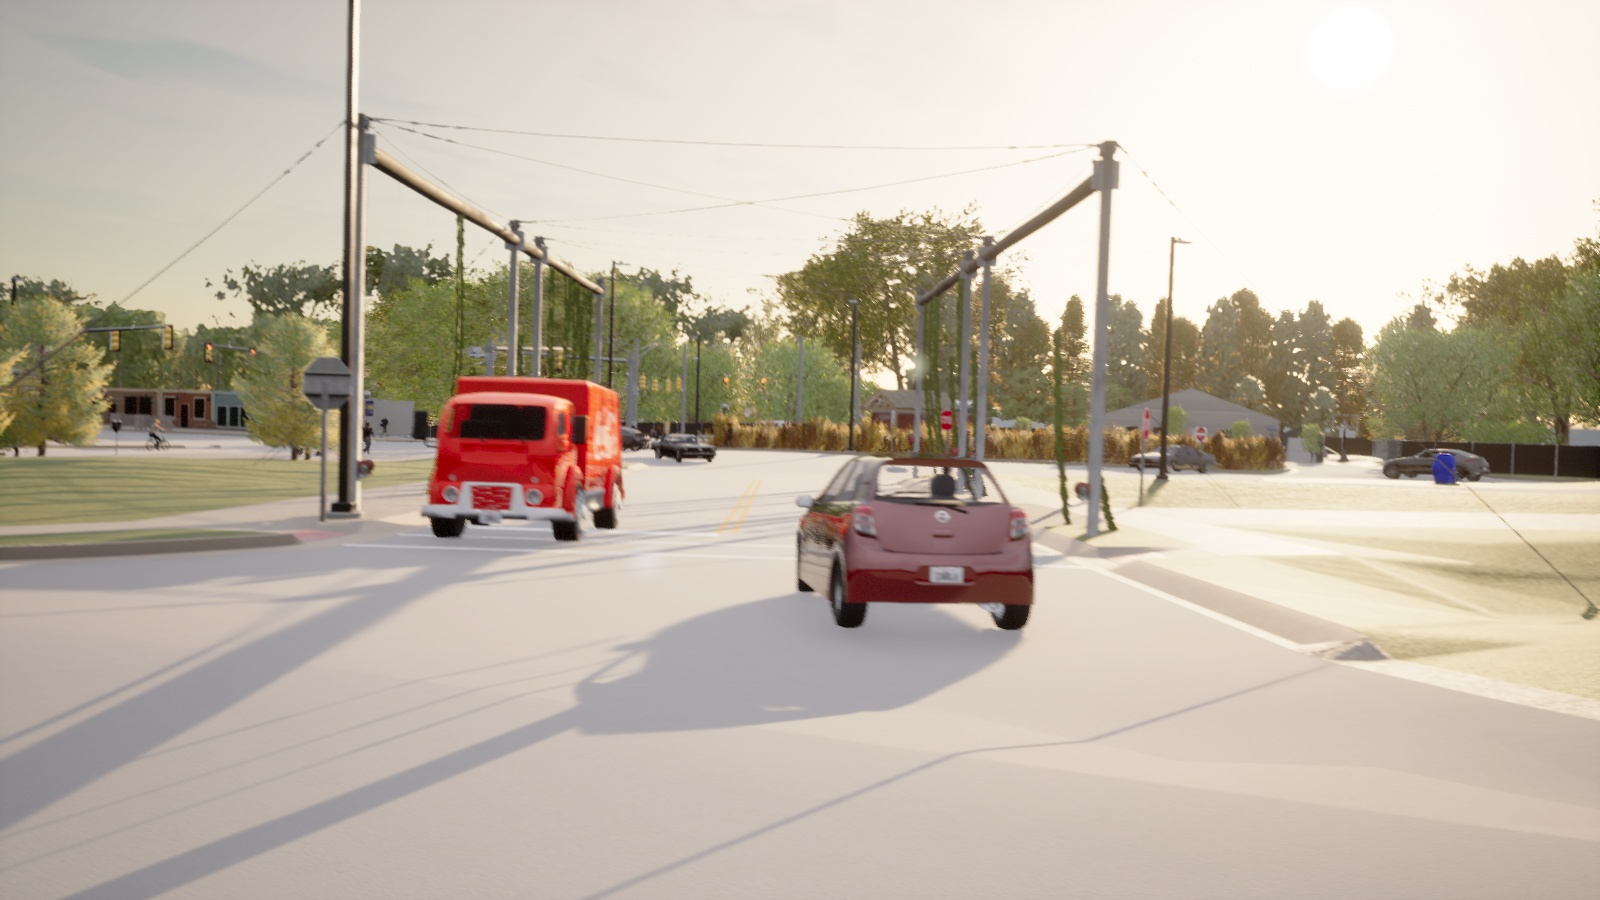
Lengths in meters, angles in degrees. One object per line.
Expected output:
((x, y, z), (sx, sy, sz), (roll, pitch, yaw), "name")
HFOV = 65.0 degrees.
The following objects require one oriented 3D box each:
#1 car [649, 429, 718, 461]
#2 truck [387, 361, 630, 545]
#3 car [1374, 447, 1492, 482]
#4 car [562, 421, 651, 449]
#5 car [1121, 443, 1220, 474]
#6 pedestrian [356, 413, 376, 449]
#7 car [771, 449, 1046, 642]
((-5.885, -0.262, 62.734), (1.895, 1.301, 4.718), (1, 3, -25), "car")
((-4.412, 0.031, 20.103), (2.627, 2.467, 5.204), (2, 0, 0), "truck")
((33.157, 0.721, 65.885), (2.152, 1.651, 5.027), (0, 2, -38), "car")
((-11.292, -0.895, 73.333), (4.892, 1.490, 1.837), (1, 2, 24), "car")
((18.961, 0.467, 64.145), (5.357, 1.411, 2.033), (2, 1, -38), "car")
((-22.812, -0.996, 65.957), (0.849, 1.883, 0.563), (4, 3, 35), "pedestrian")
((0.858, 0.789, 12.094), (1.845, 1.501, 3.633), (2, 0, -7), "car")
